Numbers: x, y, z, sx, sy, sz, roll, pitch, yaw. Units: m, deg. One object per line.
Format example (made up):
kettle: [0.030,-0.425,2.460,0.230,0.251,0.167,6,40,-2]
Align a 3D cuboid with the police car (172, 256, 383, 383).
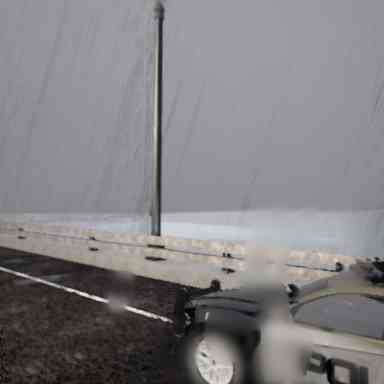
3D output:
police car: [2.005,1.598,3.808,5.238,1.638,1.930,-1,-3,39]
